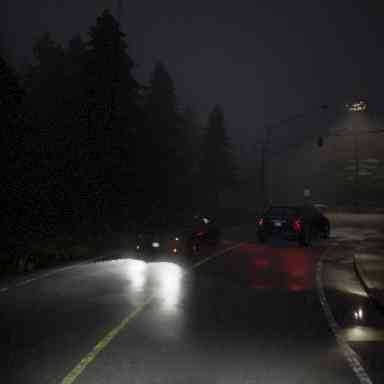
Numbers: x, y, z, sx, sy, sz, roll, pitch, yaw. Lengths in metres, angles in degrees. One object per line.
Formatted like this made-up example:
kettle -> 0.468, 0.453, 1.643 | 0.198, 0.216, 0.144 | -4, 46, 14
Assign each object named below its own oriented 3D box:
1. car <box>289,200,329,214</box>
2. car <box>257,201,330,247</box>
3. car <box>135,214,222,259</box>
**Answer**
car -> 13.008, 1.627, 37.325 | 1.895, 1.301, 4.718 | 0, 0, -14
car -> 4.842, 1.352, 15.489 | 2.097, 1.767, 4.553 | 0, 0, 37
car -> -0.359, 1.564, 12.803 | 1.994, 1.385, 4.181 | 0, 0, 25
